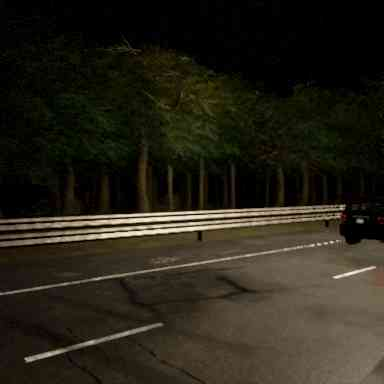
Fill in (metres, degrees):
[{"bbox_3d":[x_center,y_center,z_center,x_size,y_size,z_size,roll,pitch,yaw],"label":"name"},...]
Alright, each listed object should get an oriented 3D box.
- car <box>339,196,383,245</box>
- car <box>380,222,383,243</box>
[{"bbox_3d":[8.565,1.201,14.170,5.566,2.045,2.150,0,0,-35],"label":"car"},{"bbox_3d":[7.644,1.532,9.233,5.357,1.411,2.033,0,0,-35],"label":"car"}]
